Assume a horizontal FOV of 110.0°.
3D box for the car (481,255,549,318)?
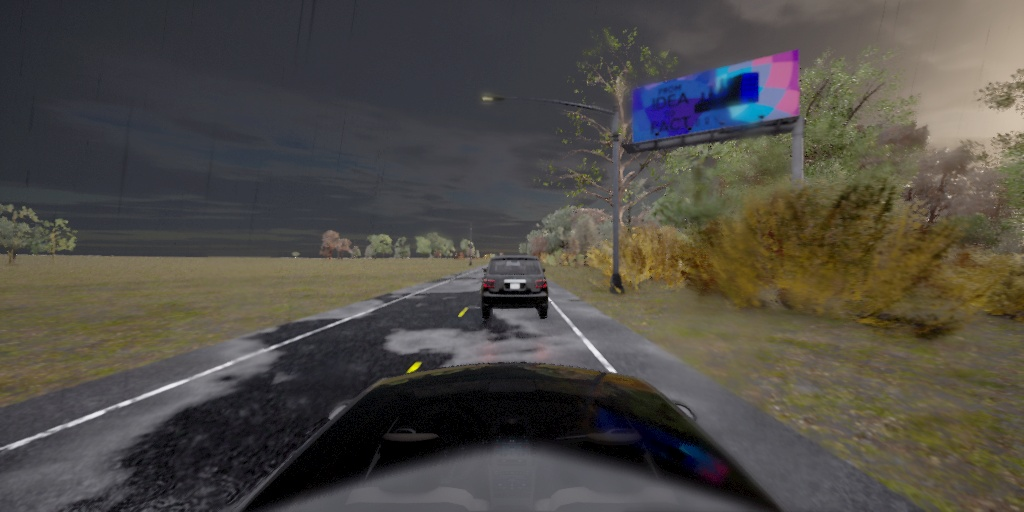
[{"bbox_3d":[0.092,0.996,13.299,2.150,2.045,5.566,0,0,0],"label":"car"}]
